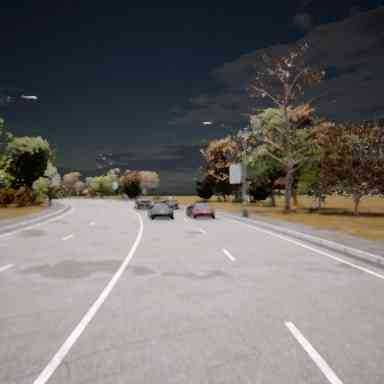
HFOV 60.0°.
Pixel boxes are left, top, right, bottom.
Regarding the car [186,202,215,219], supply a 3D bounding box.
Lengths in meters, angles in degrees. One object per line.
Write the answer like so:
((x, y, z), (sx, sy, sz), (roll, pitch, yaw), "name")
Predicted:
((0.692, 1.568, 29.633), (1.994, 1.385, 4.181), (0, 0, -11), "car")

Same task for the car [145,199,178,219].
((-2.746, 1.570, 28.915), (1.994, 1.385, 4.181), (0, 0, -11), "car")

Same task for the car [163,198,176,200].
((-3.199, 1.502, 45.340), (2.128, 1.511, 4.902), (0, 0, -16), "car")

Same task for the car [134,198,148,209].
((-6.700, 1.516, 44.852), (1.837, 1.490, 4.892), (0, 0, -17), "car")
